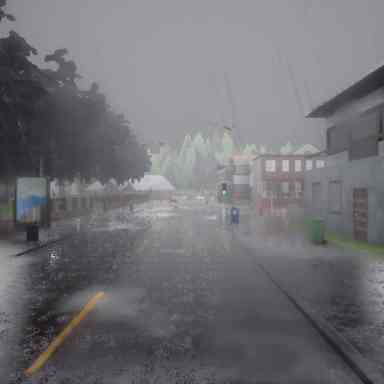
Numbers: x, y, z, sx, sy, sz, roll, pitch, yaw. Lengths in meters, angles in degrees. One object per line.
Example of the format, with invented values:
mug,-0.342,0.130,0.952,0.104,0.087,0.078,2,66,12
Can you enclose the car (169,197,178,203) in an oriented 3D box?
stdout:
car,-4.000,1.796,71.991,1.895,1.301,4.718,0,0,0
